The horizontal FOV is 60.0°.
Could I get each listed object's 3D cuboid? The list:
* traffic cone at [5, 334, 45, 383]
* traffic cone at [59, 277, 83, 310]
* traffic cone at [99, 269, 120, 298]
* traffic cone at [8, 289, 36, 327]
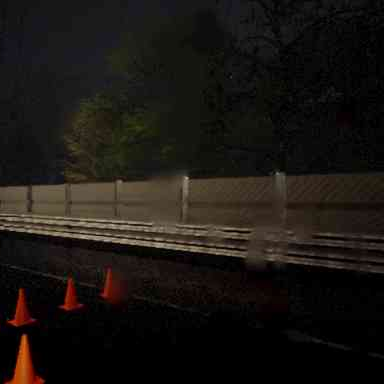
[{"bbox_3d":[-2.008,2.009,3.990,0.340,0.580,0.340,-1,-1,36],"label":"traffic cone"},{"bbox_3d":[-2.465,2.042,6.781,0.340,0.580,0.340,-1,-1,36],"label":"traffic cone"},{"bbox_3d":[-1.881,2.050,7.593,0.340,0.580,0.340,-1,-1,36],"label":"traffic cone"},{"bbox_3d":[-3.048,2.035,5.969,0.340,0.580,0.340,-1,-1,36],"label":"traffic cone"}]
